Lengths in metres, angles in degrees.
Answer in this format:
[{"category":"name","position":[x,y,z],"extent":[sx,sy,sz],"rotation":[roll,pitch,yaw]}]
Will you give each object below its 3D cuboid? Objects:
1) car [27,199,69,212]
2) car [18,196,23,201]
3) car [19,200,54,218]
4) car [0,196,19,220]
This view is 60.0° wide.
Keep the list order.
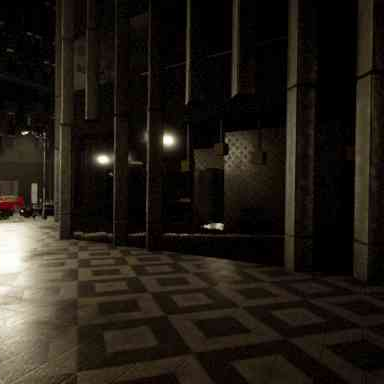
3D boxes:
[{"category":"car","position":[-17.566,1.630,40.752],"extent":[1.947,1.339,4.313],"rotation":[1,0,35]},{"category":"car","position":[-20.818,1.350,36.142],"extent":[2.192,1.841,5.009],"rotation":[1,0,35]},{"category":"car","position":[-13.864,1.739,31.218],"extent":[1.947,1.339,4.313],"rotation":[1,0,35]},{"category":"car","position":[-17.116,1.460,26.607],"extent":[2.192,1.841,5.009],"rotation":[1,0,35]}]
